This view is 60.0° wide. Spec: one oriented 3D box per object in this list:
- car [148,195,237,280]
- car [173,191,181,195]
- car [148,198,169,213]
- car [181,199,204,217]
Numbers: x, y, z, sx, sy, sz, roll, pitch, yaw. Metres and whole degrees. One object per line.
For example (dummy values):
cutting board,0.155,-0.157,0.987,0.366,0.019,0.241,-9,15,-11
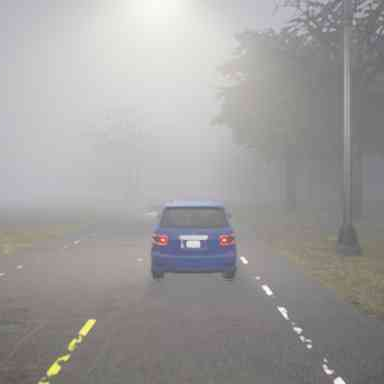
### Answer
car,0.059,1.258,10.205,2.150,2.045,5.566,0,0,0
car,-3.573,0.551,78.046,2.128,1.511,4.902,0,2,0
car,-3.630,1.466,36.751,1.994,1.385,4.181,0,1,0
car,0.066,1.496,31.734,2.033,1.411,5.357,0,0,0
